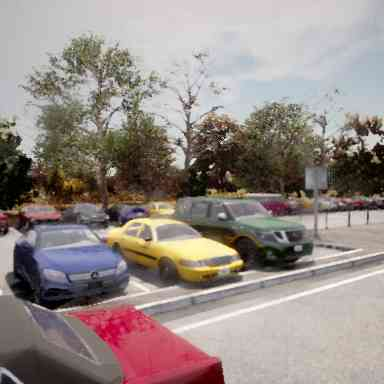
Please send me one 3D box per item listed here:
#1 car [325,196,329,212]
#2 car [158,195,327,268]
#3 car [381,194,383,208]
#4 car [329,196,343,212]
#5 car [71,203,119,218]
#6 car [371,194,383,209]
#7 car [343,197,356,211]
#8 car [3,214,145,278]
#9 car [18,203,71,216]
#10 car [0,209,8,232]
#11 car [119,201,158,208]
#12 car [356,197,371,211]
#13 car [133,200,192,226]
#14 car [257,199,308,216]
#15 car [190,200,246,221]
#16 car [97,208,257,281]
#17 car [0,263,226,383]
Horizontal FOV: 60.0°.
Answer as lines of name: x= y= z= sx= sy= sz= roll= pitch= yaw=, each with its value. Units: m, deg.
car: x=11.119 y=1.415 z=34.596 sx=2.097 sy=1.535 sz=5.008 roll=0 pitch=0 yaw=-36
car: x=1.366 y=1.223 z=11.536 sx=2.435 sy=2.045 sz=5.566 roll=0 pitch=0 yaw=-36
car: x=22.394 y=1.411 z=42.686 sx=2.163 sy=1.488 sz=4.792 roll=0 pitch=0 yaw=-36
car: x=13.377 y=1.448 z=36.211 sx=2.002 sy=1.452 sz=4.674 roll=0 pitch=0 yaw=-36
car: x=-6.960 y=1.478 z=21.706 sx=2.231 sy=1.521 sz=4.892 roll=0 pitch=0 yaw=-36
car: x=20.156 y=1.389 z=41.045 sx=2.231 sy=1.521 sz=4.892 roll=0 pitch=0 yaw=-36
car: x=15.616 y=1.275 z=37.851 sx=2.185 sy=1.767 sz=4.553 roll=0 pitch=0 yaw=-36
car: x=-3.215 y=1.530 z=8.305 sx=2.002 sy=1.452 sz=4.674 roll=0 pitch=0 yaw=-36
car: x=-9.219 y=1.485 z=20.092 sx=2.097 sy=1.535 sz=5.008 roll=0 pitch=0 yaw=-36
car: x=-11.478 y=1.493 z=18.479 sx=2.097 sy=1.535 sz=5.008 roll=0 pitch=0 yaw=-36
car: x=-4.715 y=1.499 z=23.336 sx=2.163 sy=1.488 sz=4.792 roll=0 pitch=0 yaw=-36
car: x=17.890 y=1.394 z=39.443 sx=2.097 sy=1.535 sz=5.008 roll=0 pitch=0 yaw=-36
car: x=-2.331 y=1.458 z=24.774 sx=1.946 sy=1.575 sz=5.366 roll=0 pitch=0 yaw=-36
car: x=8.858 y=1.463 z=32.984 sx=2.002 sy=1.452 sz=4.674 roll=0 pitch=0 yaw=-35
car: x=2.097 y=1.475 z=28.127 sx=2.163 sy=1.488 sz=4.792 roll=0 pitch=0 yaw=-36
car: x=-0.824 y=1.479 z=9.780 sx=1.946 sy=1.575 sz=5.366 roll=0 pitch=0 yaw=-36
car: x=-2.128 y=1.601 z=2.167 sx=4.718 sy=1.301 sz=1.895 roll=0 pitch=0 yaw=-35
